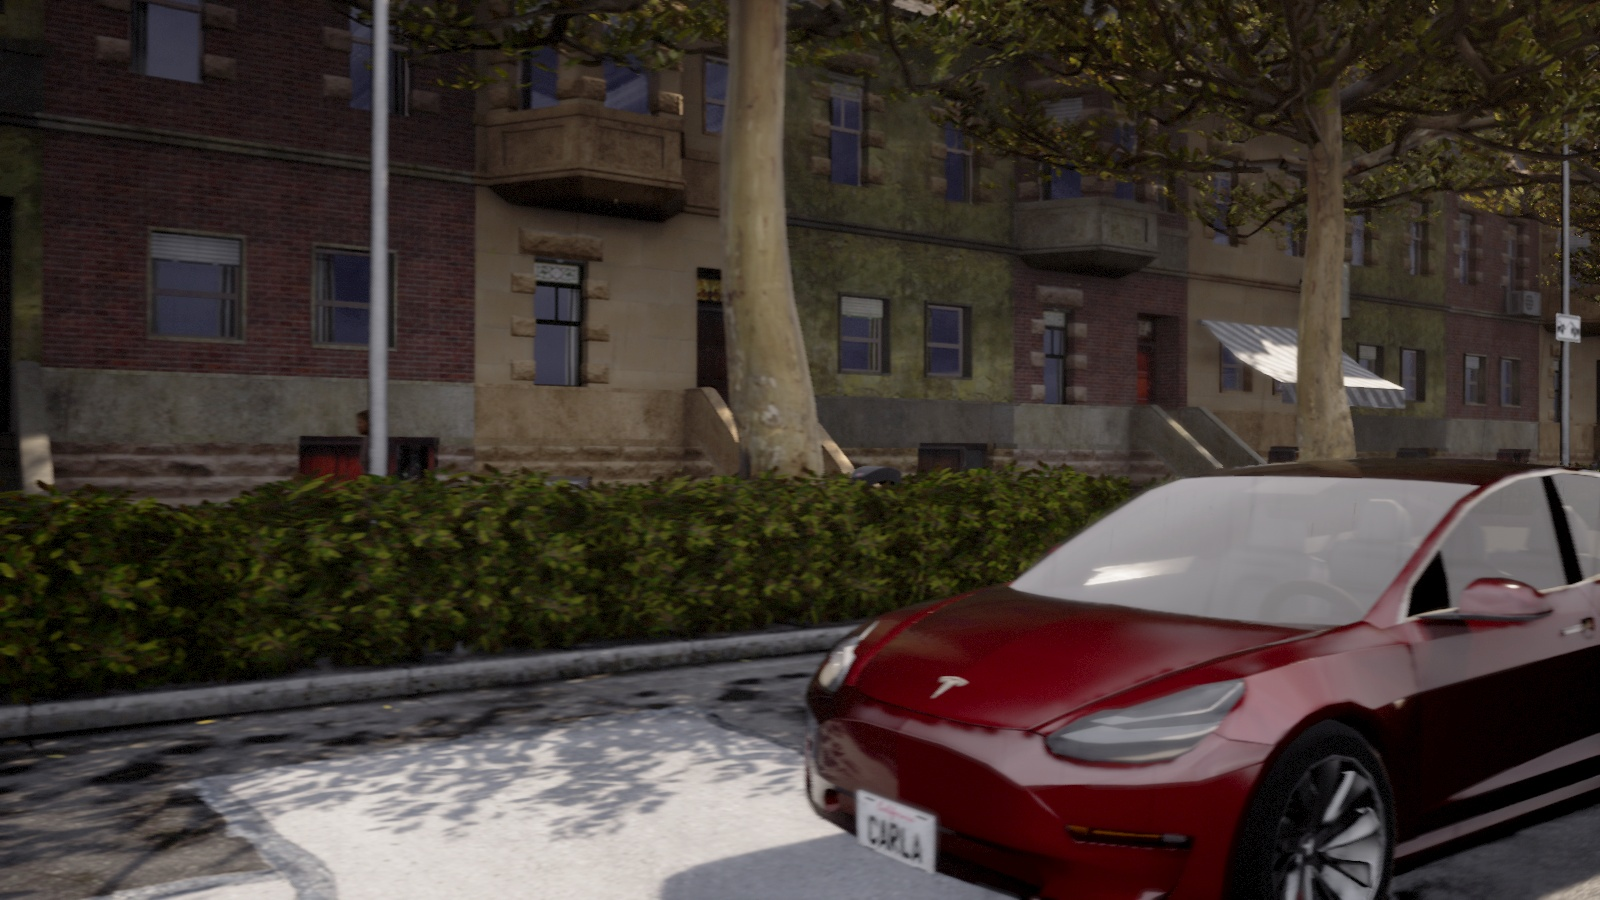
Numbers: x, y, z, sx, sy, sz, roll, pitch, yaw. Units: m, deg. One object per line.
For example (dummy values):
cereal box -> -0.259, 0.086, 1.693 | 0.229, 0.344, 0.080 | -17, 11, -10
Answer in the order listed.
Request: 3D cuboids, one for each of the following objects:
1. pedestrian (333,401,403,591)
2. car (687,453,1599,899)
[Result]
pedestrian -> -4.297, 0.447, 12.482 | 0.634, 1.846, 0.331 | 0, 0, -24
car -> 2.160, 0.760, 5.179 | 4.792, 1.488, 2.163 | 0, 0, -35
